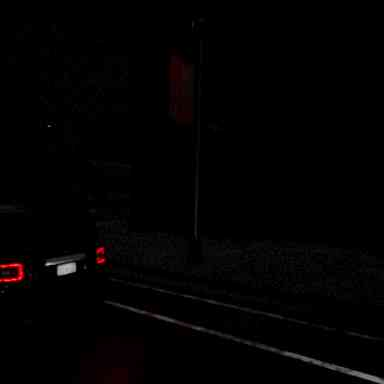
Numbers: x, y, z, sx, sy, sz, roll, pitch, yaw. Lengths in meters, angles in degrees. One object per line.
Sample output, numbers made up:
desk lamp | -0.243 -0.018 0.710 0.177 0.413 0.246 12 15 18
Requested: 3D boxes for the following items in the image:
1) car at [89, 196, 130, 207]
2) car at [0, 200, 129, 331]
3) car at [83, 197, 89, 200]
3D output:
car | -9.721 1.381 41.289 2.128 1.511 4.902 3 1 36
car | -4.014 1.225 6.436 5.566 2.045 2.150 0 0 36
car | -12.584 1.244 42.867 1.882 1.535 5.008 3 1 36
